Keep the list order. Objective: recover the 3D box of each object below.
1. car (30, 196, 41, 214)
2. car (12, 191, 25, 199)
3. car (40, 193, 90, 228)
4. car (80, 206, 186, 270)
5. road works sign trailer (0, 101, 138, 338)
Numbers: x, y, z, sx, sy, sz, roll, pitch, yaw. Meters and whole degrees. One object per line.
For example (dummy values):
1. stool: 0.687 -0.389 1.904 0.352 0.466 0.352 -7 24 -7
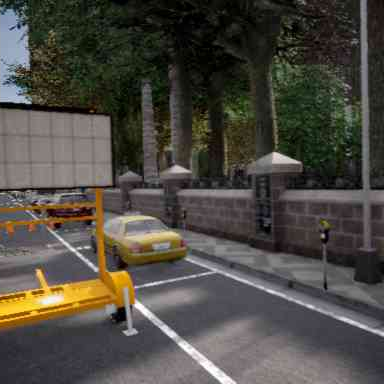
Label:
1. car: -12.750 1.072 29.100 1.752 1.417 4.829 -3 2 -30
2. car: -36.707 0.553 70.886 1.967 1.590 4.097 -3 2 -30
3. car: -7.246 0.964 19.479 2.192 1.841 5.009 -3 2 -30
4. car: -1.896 1.275 10.165 1.752 1.417 4.829 -3 2 -30
5. road works sign trailer: -2.523 0.363 5.620 2.380 3.560 2.880 -3 2 -30
